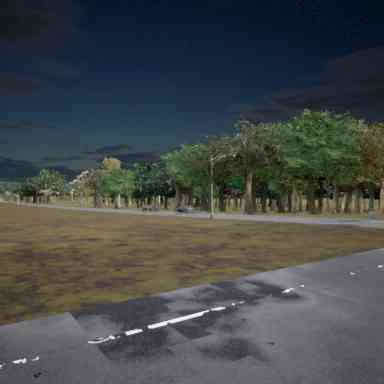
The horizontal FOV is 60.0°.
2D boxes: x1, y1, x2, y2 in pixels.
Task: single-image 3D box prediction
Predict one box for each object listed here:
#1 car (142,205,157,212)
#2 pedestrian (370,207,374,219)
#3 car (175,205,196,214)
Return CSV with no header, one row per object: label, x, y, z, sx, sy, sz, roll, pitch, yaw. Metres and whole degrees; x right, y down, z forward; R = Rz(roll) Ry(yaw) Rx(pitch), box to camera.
car,-9.226,3.568,71.778,1.837,1.490,4.892,1,-2,-33
pedestrian,19.286,2.213,35.573,0.375,1.300,0.375,-2,1,-33
car,-1.188,3.133,59.696,2.128,1.511,4.902,1,-2,-33
